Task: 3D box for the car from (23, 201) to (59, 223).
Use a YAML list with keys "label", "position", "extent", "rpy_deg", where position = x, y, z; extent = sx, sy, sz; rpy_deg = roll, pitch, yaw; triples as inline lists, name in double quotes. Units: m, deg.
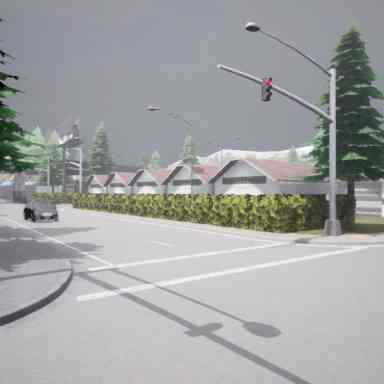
- label: "car"
  position: [-11.804, 1.492, 25.826]
  extent: [2.128, 1.511, 4.902]
  rpy_deg: [0, 1, -37]
